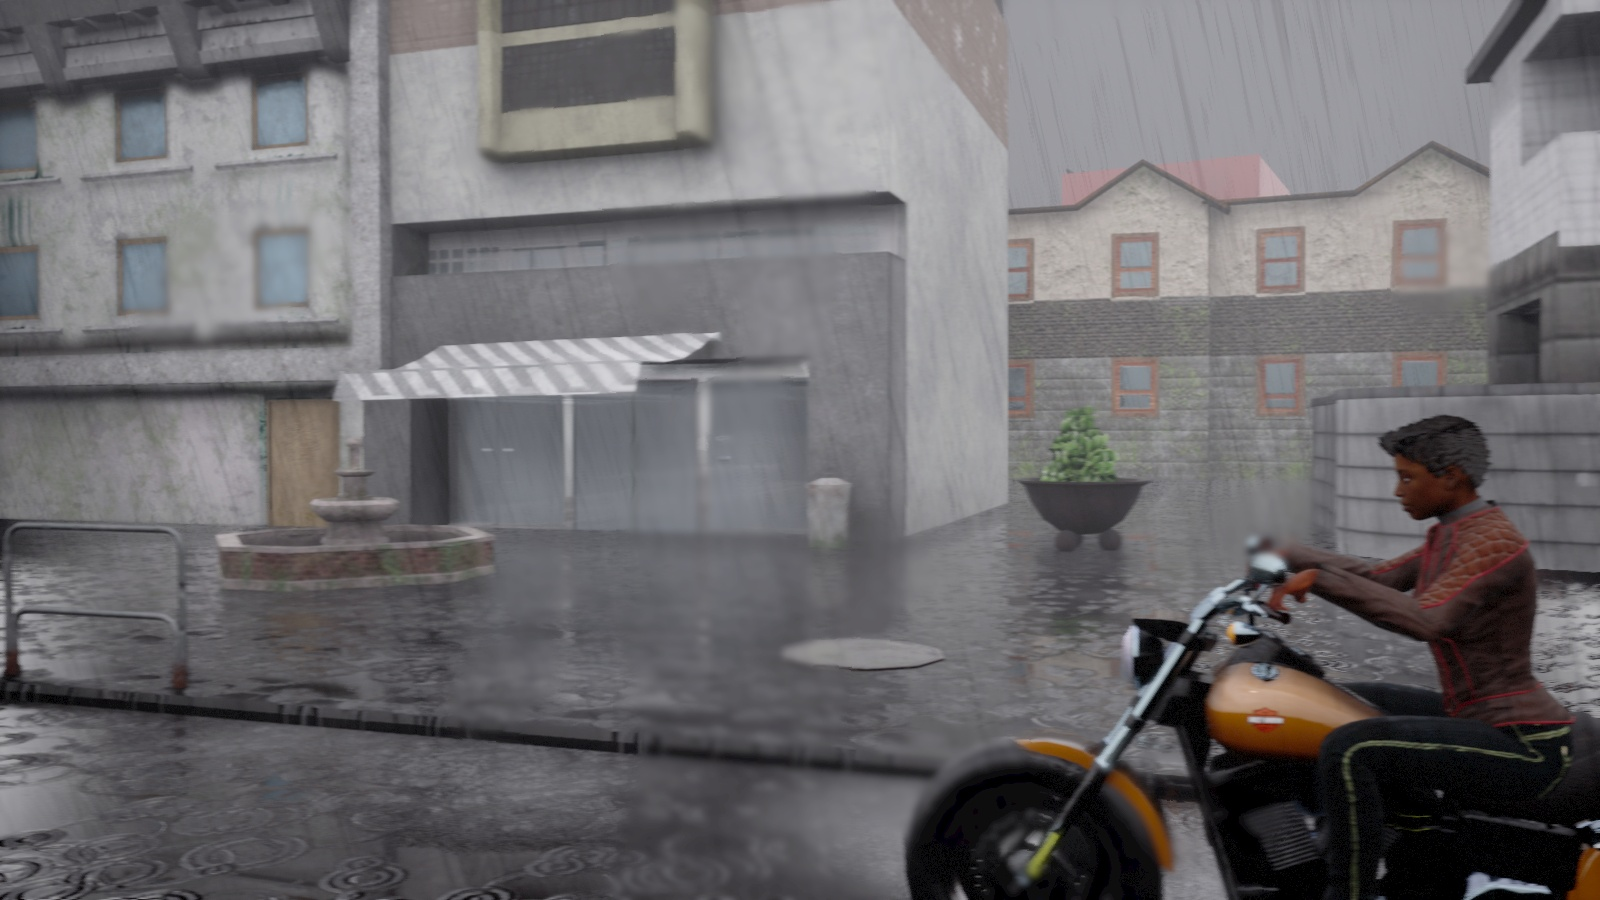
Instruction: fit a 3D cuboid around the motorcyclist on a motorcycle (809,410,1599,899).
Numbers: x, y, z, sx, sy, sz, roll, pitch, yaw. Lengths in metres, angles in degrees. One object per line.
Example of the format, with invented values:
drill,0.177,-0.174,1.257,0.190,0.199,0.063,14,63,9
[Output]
motorcyclist on a motorcycle,1.261,0.729,3.296,2.350,1.649,0.766,0,1,19
